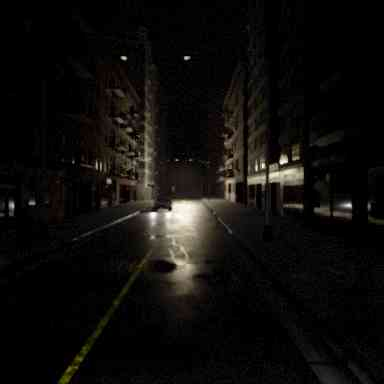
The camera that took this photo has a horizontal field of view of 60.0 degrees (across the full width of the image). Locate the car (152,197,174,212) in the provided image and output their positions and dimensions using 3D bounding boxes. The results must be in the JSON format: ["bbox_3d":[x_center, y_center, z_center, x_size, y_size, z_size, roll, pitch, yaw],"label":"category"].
[{"bbox_3d":[-2.982,1.252,34.555,1.812,1.442,4.674,0,0,0],"label":"car"}]
